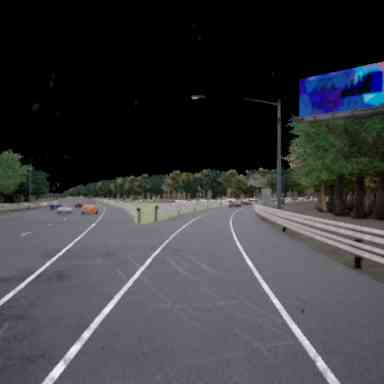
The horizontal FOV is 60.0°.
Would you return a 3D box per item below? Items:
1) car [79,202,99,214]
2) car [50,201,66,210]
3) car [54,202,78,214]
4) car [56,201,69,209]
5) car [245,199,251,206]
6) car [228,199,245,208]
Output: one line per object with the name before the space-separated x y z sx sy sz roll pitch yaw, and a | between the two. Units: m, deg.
car | -14.395 2.212 47.351 2.097 1.767 4.553 0 -1 -13
car | -25.405 2.660 62.554 1.882 1.535 5.008 0 -1 -15
car | -17.866 2.458 47.383 1.895 1.301 4.718 0 -1 -14
car | -27.866 2.745 71.739 2.097 1.767 4.553 0 -1 -16
car | 11.695 2.288 73.802 1.812 1.442 4.674 0 0 24
car | 8.357 2.391 64.219 1.895 1.301 4.718 0 -1 18
